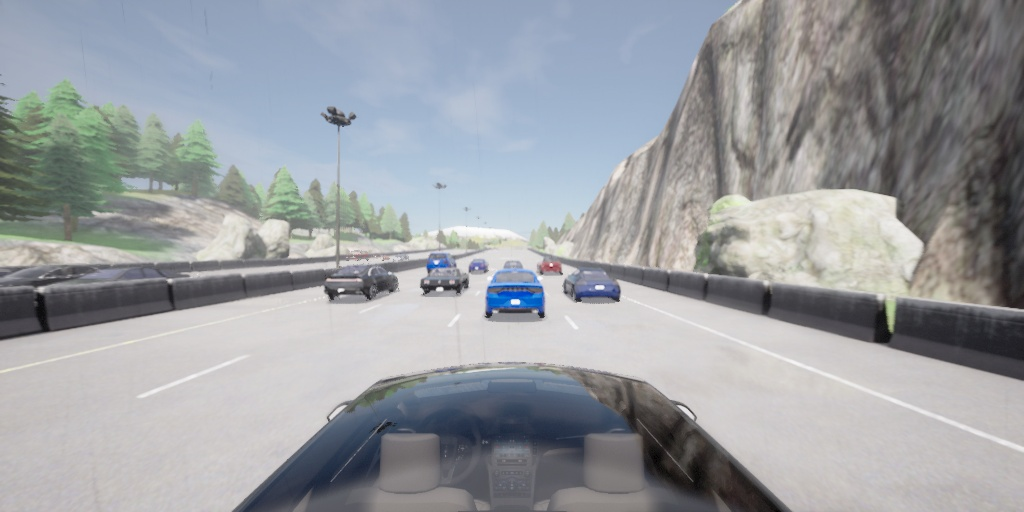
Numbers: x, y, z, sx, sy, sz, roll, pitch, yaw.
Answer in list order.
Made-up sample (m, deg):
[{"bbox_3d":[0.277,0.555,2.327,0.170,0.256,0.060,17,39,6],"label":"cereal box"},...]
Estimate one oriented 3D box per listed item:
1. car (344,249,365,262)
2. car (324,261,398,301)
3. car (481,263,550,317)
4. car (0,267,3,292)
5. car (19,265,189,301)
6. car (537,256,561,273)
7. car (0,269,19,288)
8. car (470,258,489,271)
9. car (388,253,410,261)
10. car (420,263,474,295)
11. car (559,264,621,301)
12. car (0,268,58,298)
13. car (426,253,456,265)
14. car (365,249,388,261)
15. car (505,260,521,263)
[{"bbox_3d":[-24.504,-0.087,56.859,2.150,2.045,5.566,0,1,0],"label":"car"},{"bbox_3d":[-6.901,1.166,16.886,2.128,1.511,4.902,0,1,0],"label":"car"},{"bbox_3d":[0.100,1.179,12.936,1.882,1.535,5.008,0,0,0],"label":"car"},{"bbox_3d":[-28.101,1.276,16.748,1.895,1.301,4.718,0,0,0],"label":"car"},{"bbox_3d":[-17.601,1.226,16.291,2.033,1.411,5.357,0,0,0],"label":"car"},{"bbox_3d":[3.597,0.824,35.032,2.097,1.767,4.553,0,1,0],"label":"car"},{"bbox_3d":[-21.100,1.182,16.453,1.837,1.490,4.892,0,1,0],"label":"car"},{"bbox_3d":[-3.402,0.970,36.951,1.812,1.442,4.674,0,1,0],"label":"car"},{"bbox_3d":[-17.504,0.212,56.896,1.812,1.442,4.674,0,1,0],"label":"car"},{"bbox_3d":[-3.401,1.256,19.106,1.895,1.301,4.718,0,0,0],"label":"car"},{"bbox_3d":[3.599,1.240,16.723,1.994,1.385,4.181,0,1,0],"label":"car"},{"bbox_3d":[-24.601,1.279,16.328,1.895,1.301,4.718,0,0,0],"label":"car"},{"bbox_3d":[-6.903,0.688,35.436,2.150,2.045,5.566,0,1,0],"label":"car"},{"bbox_3d":[-21.004,0.042,56.922,2.097,1.767,4.553,0,1,0],"label":"car"},{"bbox_3d":[0.098,1.077,30.914,2.033,1.411,5.357,0,1,0],"label":"car"}]
